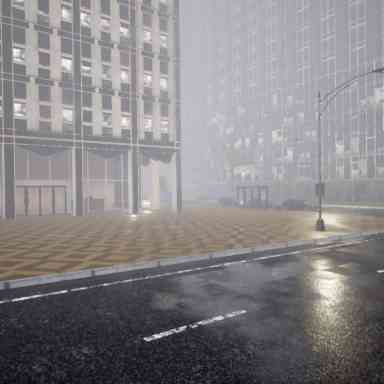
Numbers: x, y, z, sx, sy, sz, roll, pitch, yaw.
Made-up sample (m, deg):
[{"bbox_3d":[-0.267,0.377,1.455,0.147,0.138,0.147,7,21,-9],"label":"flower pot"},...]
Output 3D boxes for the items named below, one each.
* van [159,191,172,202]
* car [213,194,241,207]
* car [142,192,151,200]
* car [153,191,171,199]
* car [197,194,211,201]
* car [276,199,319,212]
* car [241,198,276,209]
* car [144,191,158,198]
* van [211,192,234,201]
[{"bbox_3d":[-4.308,0.935,59.399,1.690,1.788,3.998,0,1,-34],"label":"van"},{"bbox_3d":[5.301,1.317,45.319,1.947,1.339,4.313,-1,1,-34],"label":"car"},{"bbox_3d":[-10.744,1.037,68.771,2.008,1.369,4.403,0,1,-34],"label":"car"},{"bbox_3d":[-7.055,0.612,78.197,2.192,1.841,5.009,0,1,-34],"label":"car"},{"bbox_3d":[2.600,1.041,64.145,1.802,1.307,4.206,-1,1,-34],"label":"car"},{"bbox_3d":[11.675,1.422,35.905,1.947,1.339,4.313,-1,1,-34],"label":"car"},{"bbox_3d":[8.471,1.386,40.602,1.802,1.307,4.206,-1,1,-34],"label":"car"},{"bbox_3d":[-10.273,0.683,82.883,1.967,1.590,4.097,0,1,-34],"label":"car"},{"bbox_3d":[5.817,0.853,59.457,1.690,1.788,3.998,-1,1,-34],"label":"van"}]
